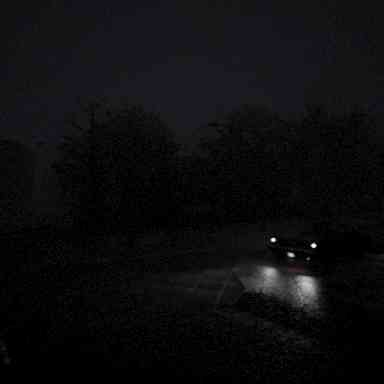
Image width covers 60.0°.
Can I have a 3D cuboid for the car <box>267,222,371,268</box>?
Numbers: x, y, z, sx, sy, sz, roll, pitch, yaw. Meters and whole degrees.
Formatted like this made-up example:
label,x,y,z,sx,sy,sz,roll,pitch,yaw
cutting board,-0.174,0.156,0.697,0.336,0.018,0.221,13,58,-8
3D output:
label,x,y,z,sx,sy,sz,roll,pitch,yaw
car,4.810,1.811,12.283,4.718,1.301,1.895,3,-1,-44
